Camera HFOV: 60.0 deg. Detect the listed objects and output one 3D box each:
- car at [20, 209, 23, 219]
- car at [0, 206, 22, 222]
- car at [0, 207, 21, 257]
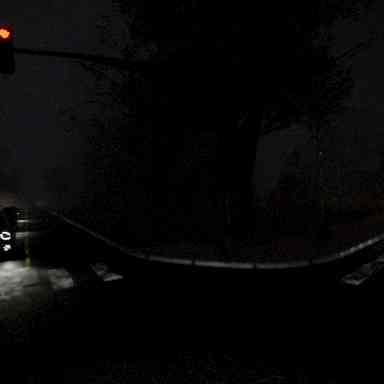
[{"bbox_3d":[-13.965,2.134,24.772,2.033,1.411,5.357,-4,1,-26],"label":"car"},{"bbox_3d":[-19.911,2.352,36.717,1.812,1.442,4.674,-4,1,-26],"label":"car"},{"bbox_3d":[-8.515,1.719,13.815,2.097,1.767,4.553,-4,1,-26],"label":"car"}]
